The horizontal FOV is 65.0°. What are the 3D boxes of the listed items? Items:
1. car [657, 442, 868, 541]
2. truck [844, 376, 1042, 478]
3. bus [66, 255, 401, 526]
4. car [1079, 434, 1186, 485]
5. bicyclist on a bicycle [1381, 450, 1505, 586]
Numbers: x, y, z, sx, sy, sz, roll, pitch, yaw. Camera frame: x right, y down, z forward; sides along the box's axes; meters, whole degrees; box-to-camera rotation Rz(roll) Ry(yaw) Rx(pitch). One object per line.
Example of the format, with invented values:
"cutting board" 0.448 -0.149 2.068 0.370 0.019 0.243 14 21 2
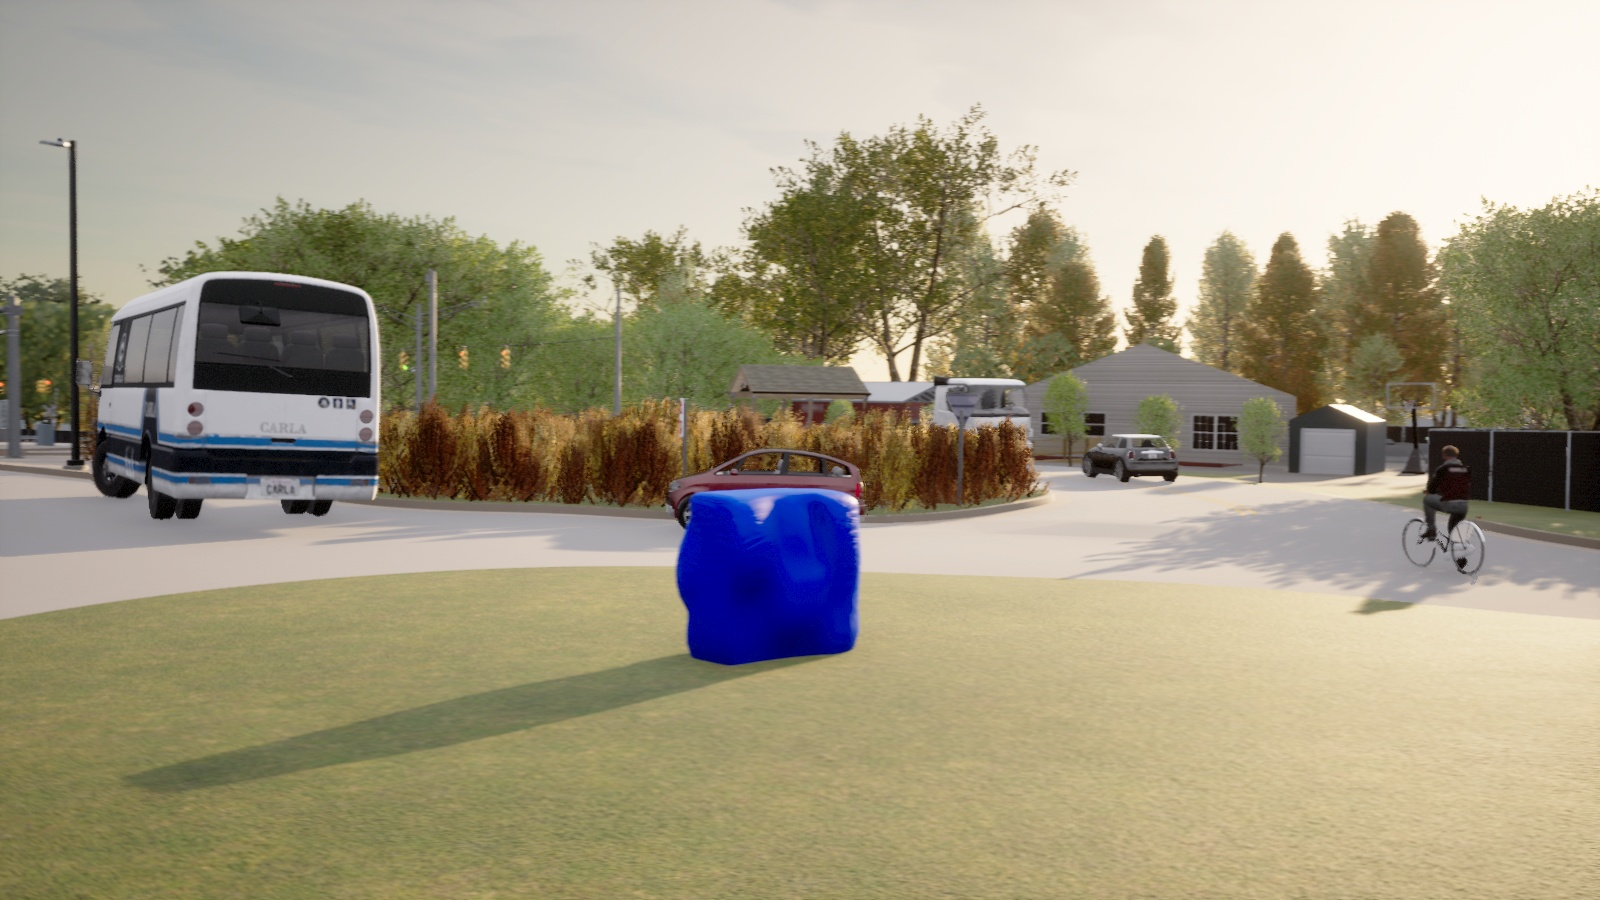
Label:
"car" -0.700 0.738 23.328 3.705 1.549 1.789 3 1 -2
"truck" 5.086 -0.921 46.393 2.891 3.462 7.936 -1 2 -32
"bus" -11.701 -1.083 25.052 3.944 4.253 10.273 3 1 -36
"car" 10.751 0.268 40.860 1.970 1.475 3.806 0 2 -9
"bicyclist on a bicycle" 8.915 0.894 17.495 0.659 1.776 1.843 0 0 -5
